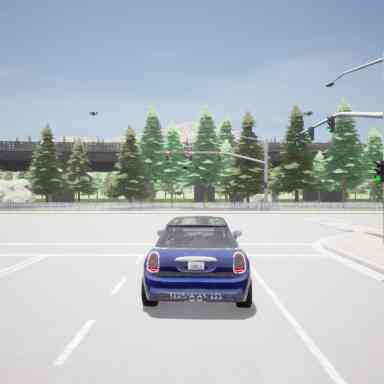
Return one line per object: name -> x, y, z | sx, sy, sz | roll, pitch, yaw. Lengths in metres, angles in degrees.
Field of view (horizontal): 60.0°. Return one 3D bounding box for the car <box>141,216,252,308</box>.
car -> 0.167, 1.352, 8.127 | 2.097, 1.767, 4.553 | 0, 0, 3
